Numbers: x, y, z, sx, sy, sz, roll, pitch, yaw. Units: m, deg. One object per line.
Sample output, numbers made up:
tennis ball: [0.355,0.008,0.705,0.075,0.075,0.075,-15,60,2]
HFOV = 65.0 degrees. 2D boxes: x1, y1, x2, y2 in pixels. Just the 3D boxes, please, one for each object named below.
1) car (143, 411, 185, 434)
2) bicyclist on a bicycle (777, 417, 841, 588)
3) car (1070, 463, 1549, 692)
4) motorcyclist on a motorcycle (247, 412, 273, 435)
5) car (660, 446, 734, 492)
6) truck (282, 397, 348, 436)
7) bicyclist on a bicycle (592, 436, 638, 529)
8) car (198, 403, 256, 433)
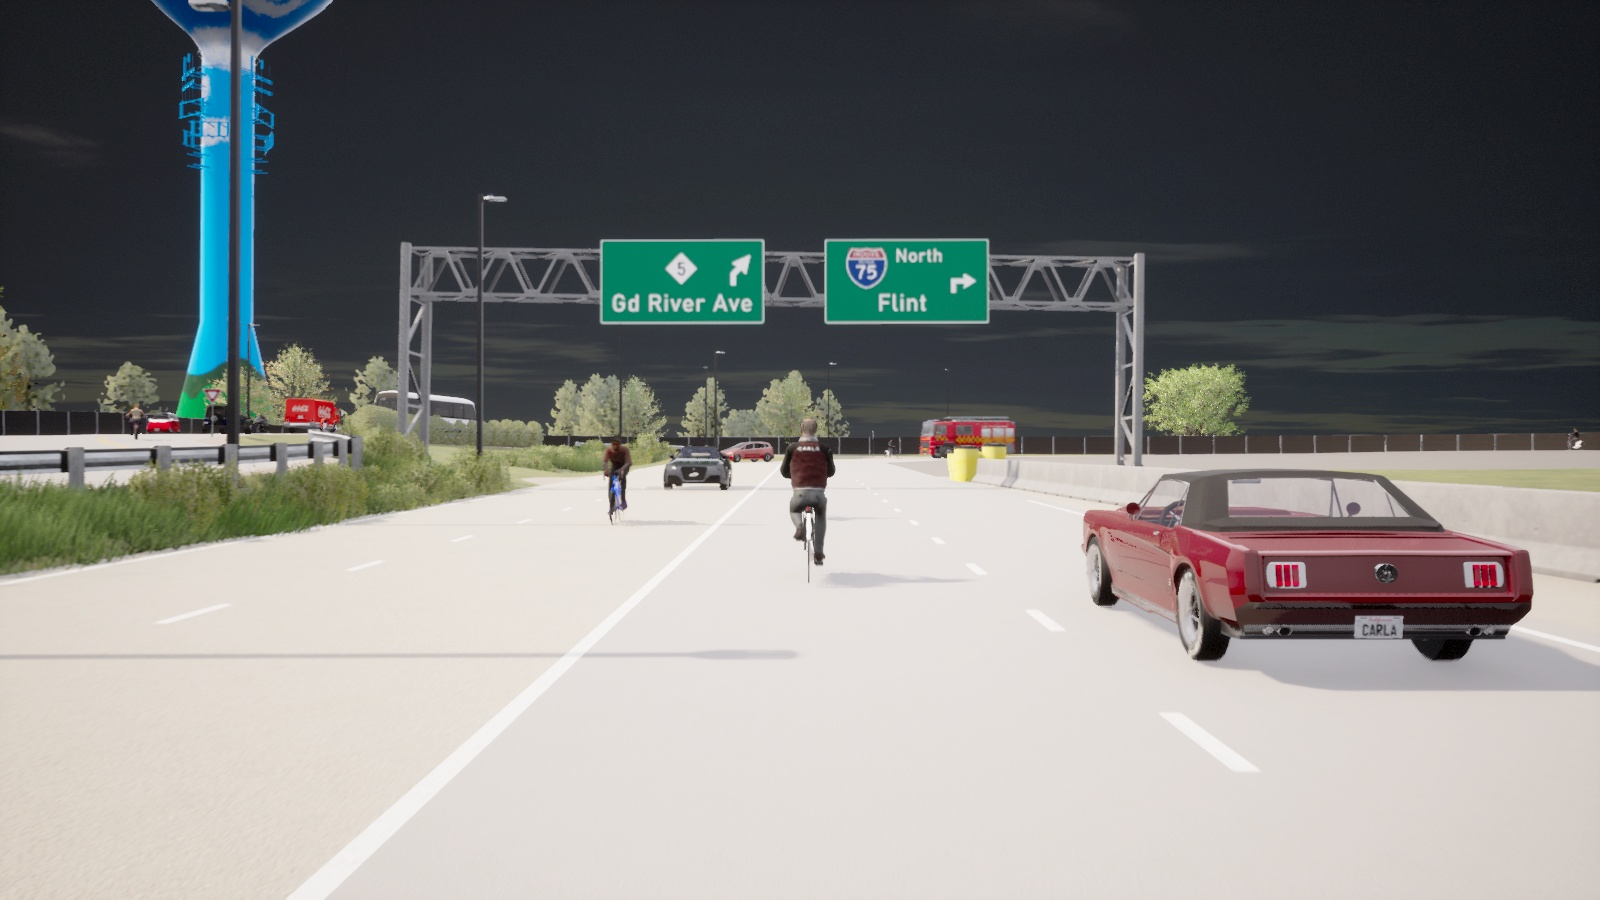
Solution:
car: [-39.669,-1.718,78.370,1.481,1.376,2.207,0,1,-1]
bicyclist on a bicycle: [0.096,0.539,13.946,0.659,1.776,1.843,0,1,0]
car: [3.573,0.795,9.922,1.895,1.301,4.718,0,0,0]
motorcyclist on a motorcycle: [-39.190,-1.930,91.204,0.866,1.530,2.191,0,-2,2]
car: [-3.251,0.559,40.371,1.994,1.385,4.181,0,0,0]
truck: [-35.632,-2.418,92.344,2.627,2.467,5.204,0,-3,2]
bicyclist on a bicycle: [-3.352,0.560,22.875,0.582,1.620,1.656,0,1,0]
car: [-36.231,-1.994,79.487,1.905,1.878,3.866,0,1,0]
